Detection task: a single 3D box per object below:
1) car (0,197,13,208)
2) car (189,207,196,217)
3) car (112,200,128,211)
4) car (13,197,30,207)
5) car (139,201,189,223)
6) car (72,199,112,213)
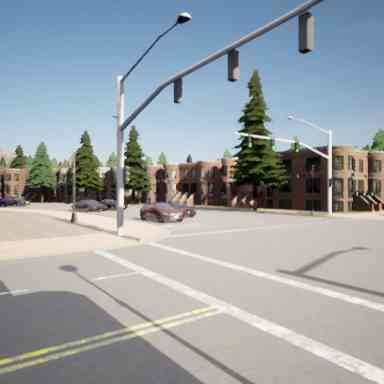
[{"bbox_3d":[-28.693,1.607,47.689,4.718,1.301,1.895,0,0,16],"label":"car"},{"bbox_3d":[-1.470,1.560,30.143,1.994,1.385,4.181,0,0,-37],"label":"car"},{"bbox_3d":[-9.770,1.597,40.345,4.718,1.301,1.895,0,0,43],"label":"car"},{"bbox_3d":[-27.026,1.491,50.794,4.902,1.511,2.128,0,0,18],"label":"car"},{"bbox_3d":[-2.460,1.523,25.625,1.812,1.442,4.674,0,0,-35],"label":"car"},{"bbox_3d":[-11.502,1.545,37.238,2.033,1.411,5.357,0,0,-45],"label":"car"}]
